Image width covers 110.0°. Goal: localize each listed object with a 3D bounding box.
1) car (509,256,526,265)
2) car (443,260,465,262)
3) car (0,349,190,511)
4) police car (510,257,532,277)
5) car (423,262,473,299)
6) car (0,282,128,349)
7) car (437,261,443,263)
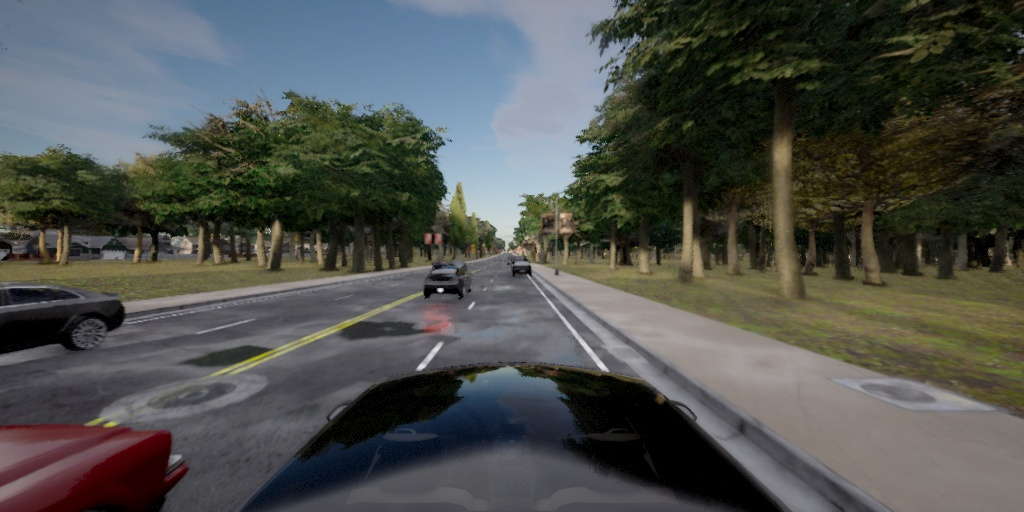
[{"bbox_3d":[0.984,0.979,45.658,2.150,2.045,5.566,0,0,0],"label":"car"},{"bbox_3d":[-6.569,1.248,43.722,2.128,1.511,4.902,0,0,0],"label":"car"},{"bbox_3d":[-3.150,1.352,0.276,1.895,1.301,4.718,0,0,0],"label":"car"},{"bbox_3d":[0.982,1.176,35.738,1.930,1.638,5.238,0,0,0],"label":"police car"},{"bbox_3d":[-3.146,1.254,18.167,1.837,1.490,4.892,0,0,0],"label":"car"},{"bbox_3d":[-9.849,1.242,6.202,2.128,1.511,4.902,0,0,0],"label":"car"},{"bbox_3d":[-9.807,1.359,49.897,1.895,1.301,4.718,0,0,0],"label":"car"}]
